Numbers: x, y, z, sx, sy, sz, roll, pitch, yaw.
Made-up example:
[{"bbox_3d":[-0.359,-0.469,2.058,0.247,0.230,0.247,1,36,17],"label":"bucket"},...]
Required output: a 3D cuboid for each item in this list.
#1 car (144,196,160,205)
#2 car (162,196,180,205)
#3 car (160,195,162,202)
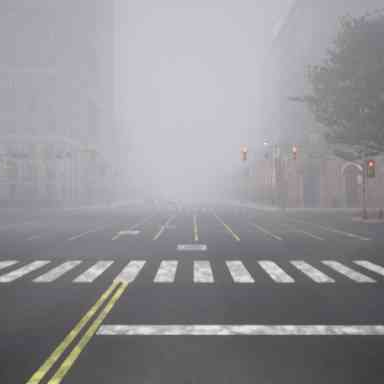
[{"bbox_3d":[-7.121,1.526,57.635,1.837,1.490,4.892,0,0,0],"label":"car"},{"bbox_3d":[-3.624,1.500,57.593,1.882,1.535,5.008,0,0,0],"label":"car"},{"bbox_3d":[-6.930,1.506,73.963,1.882,1.535,5.008,0,0,1],"label":"car"}]
